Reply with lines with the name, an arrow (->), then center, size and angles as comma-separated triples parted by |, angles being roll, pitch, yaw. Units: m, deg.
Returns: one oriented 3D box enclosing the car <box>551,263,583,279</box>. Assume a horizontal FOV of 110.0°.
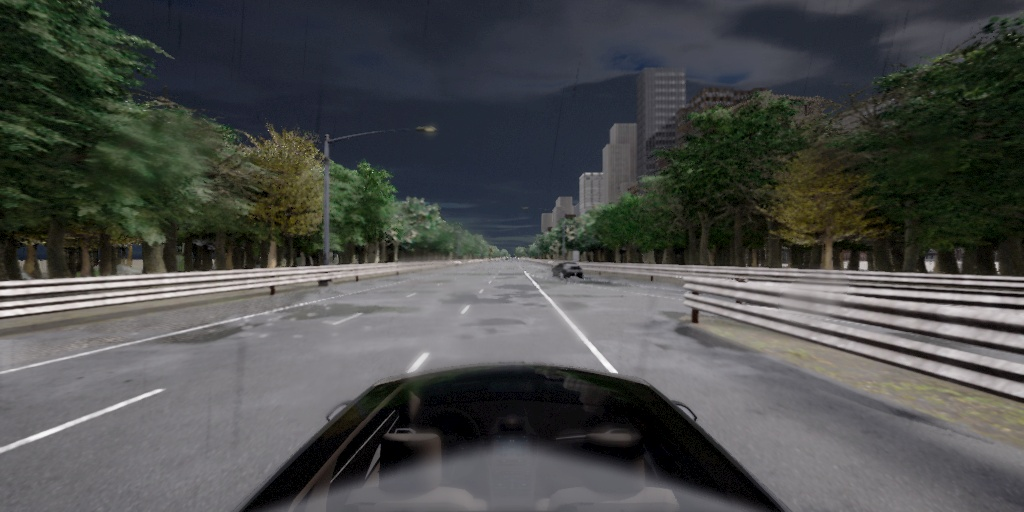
car -> 5.085, 1.362, 33.644 | 1.837, 1.490, 4.892 | -1, 0, -11
